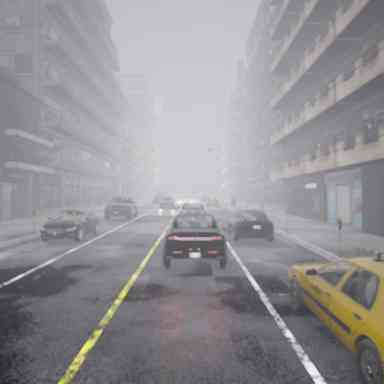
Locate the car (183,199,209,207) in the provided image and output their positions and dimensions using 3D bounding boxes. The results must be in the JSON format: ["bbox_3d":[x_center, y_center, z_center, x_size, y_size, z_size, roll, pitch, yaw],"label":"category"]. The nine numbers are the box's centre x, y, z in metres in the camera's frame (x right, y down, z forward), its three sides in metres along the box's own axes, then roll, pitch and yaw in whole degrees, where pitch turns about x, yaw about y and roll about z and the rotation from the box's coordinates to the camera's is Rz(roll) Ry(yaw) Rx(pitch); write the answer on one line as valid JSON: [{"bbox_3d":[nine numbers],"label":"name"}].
[{"bbox_3d":[0.093,1.495,26.042,1.895,1.301,4.718,0,0,0],"label":"car"}]

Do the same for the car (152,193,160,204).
[{"bbox_3d":[-5.652,1.345,55.713,1.947,1.339,4.313,1,0,0],"label":"car"}]

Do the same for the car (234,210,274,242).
[{"bbox_3d":[2.712,1.501,15.978,1.947,1.339,4.313,1,0,0],"label":"car"}]

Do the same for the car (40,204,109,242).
[{"bbox_3d":[-5.668,1.486,15.921,2.008,1.369,4.403,1,0,0],"label":"car"}]

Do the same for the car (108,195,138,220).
[{"bbox_3d":[-5.658,1.205,27.289,2.192,1.841,5.009,1,0,0],"label":"car"}]

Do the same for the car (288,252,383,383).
[{"bbox_3d":[2.708,1.505,4.778,1.752,1.417,4.829,1,0,0],"label":"car"}]

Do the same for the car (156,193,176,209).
[{"bbox_3d":[-3.071,1.308,42.198,1.882,1.535,5.008,0,0,0],"label":"car"}]

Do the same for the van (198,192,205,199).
[{"bbox_3d":[2.749,0.974,95.561,1.690,1.788,3.998,1,0,0],"label":"van"}]

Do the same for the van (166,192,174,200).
[{"bbox_3d":[-5.635,1.015,84.134,1.690,1.788,3.998,1,0,0],"label":"van"}]

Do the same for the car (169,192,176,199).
[{"bbox_3d":[-5.637,0.977,95.399,1.690,1.788,3.998,1,0,0],"label":"car"}]

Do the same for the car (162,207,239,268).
[{"bbox_3d":[0.086,1.442,11.074,2.128,1.511,4.902,0,0,0],"label":"car"}]

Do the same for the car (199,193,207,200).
[{"bbox_3d":[2.743,1.114,84.192,1.967,1.590,4.097,1,0,0],"label":"car"}]

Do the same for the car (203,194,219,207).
[{"bbox_3d":[2.725,1.347,44.570,1.752,1.417,4.829,1,0,0],"label":"car"}]

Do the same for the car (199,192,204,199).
[{"bbox_3d":[2.733,1.302,67.138,1.947,1.339,4.313,1,0,0],"label":"car"}]
